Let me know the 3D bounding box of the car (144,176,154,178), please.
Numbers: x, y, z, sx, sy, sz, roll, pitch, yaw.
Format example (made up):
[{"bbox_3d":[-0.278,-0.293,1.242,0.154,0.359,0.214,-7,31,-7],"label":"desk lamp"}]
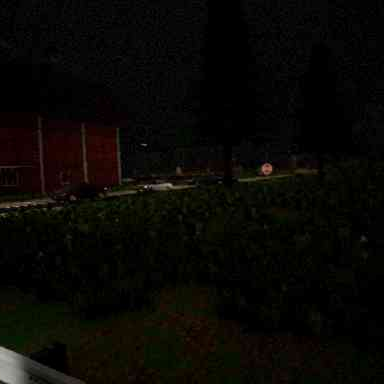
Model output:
[{"bbox_3d":[-10.462,-3.137,79.508,1.816,1.474,4.193,0,4,31],"label":"car"}]

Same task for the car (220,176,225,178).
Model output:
[{"bbox_3d":[4.735,-1.459,45.298,1.994,1.385,4.181,0,4,32],"label":"car"}]

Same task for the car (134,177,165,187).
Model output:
[{"bbox_3d":[-4.403,-0.609,37.532,1.895,1.301,4.718,0,4,32],"label":"car"}]

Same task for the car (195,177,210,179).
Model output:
[{"bbox_3d":[1.430,-1.454,46.805,2.033,1.411,5.357,0,4,32],"label":"car"}]

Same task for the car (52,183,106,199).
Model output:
[{"bbox_3d":[-9.740,-0.004,28.982,1.882,1.535,5.008,0,4,32],"label":"car"}]
